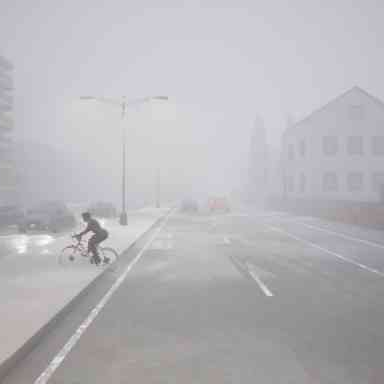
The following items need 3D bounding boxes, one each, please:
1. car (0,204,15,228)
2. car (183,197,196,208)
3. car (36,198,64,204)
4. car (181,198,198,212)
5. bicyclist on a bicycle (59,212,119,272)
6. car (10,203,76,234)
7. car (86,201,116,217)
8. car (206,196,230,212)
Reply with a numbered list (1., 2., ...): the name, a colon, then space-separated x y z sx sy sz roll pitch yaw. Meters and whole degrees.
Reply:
1. car: -11.802 1.505 19.962 1.837 1.490 4.892 0 0 -1
2. car: -0.427 1.525 48.219 1.812 1.442 4.674 0 0 -1
3. car: -11.787 1.418 27.108 2.097 1.767 4.553 0 0 -1
4. car: -0.309 1.601 38.265 1.895 1.301 4.718 0 0 -1
5. bicyclist on a bicycle: -2.809 1.392 9.175 1.656 1.620 0.582 4 0 -1
6. car: -8.265 1.564 19.238 1.994 1.385 4.181 0 0 0
7. car: -8.390 1.564 30.899 1.994 1.385 4.181 0 0 0
8. car: 3.137 1.352 38.600 2.097 1.767 4.553 0 0 0
